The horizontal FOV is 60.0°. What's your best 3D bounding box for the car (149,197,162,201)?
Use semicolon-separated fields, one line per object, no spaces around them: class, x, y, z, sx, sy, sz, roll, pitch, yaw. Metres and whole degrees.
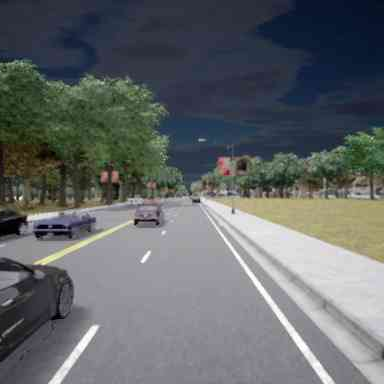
car;-6.531;1.628;60.013;2.097;1.767;4.553;0;0;1

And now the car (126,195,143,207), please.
car;-9.787;1.481;56.856;2.150;2.045;5.566;0;0;1

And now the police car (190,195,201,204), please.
police car;0.987;1.779;73.699;1.930;1.638;5.238;0;0;0

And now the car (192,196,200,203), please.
car;0.989;1.868;83.779;1.801;1.575;5.366;0;0;0

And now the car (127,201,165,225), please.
car;-3.148;1.656;25.007;2.033;1.411;5.357;0;0;0

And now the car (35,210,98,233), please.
car;-6.598;1.677;17.720;1.895;1.301;4.718;0;0;0

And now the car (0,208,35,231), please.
car;-9.847;1.547;16.108;1.882;1.535;5.008;0;0;0

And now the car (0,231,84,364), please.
car;-3.150;1.544;4.389;1.812;1.442;4.674;0;0;0
